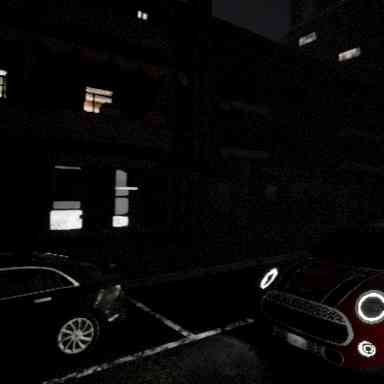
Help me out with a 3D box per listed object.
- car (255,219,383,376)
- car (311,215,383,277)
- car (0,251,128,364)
[{"bbox_3d":[3.196,1.358,5.658,4.553,1.767,2.097,0,0,-36],"label":"car"},{"bbox_3d":[6.035,1.577,10.851,4.313,1.339,1.947,0,1,-35],"label":"car"},{"bbox_3d":[-3.033,1.551,4.382,4.403,1.369,2.008,0,1,-35],"label":"car"}]
